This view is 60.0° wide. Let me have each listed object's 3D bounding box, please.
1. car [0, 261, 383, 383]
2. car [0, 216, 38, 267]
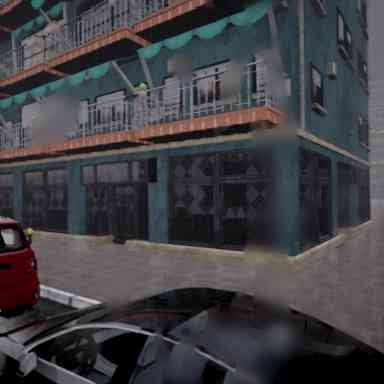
[{"bbox_3d":[-0.247,1.571,2.906,4.313,1.339,1.947,0,-1,35],"label":"car"},{"bbox_3d":[-4.859,1.335,6.191,5.009,1.841,2.192,0,-1,35],"label":"car"}]
